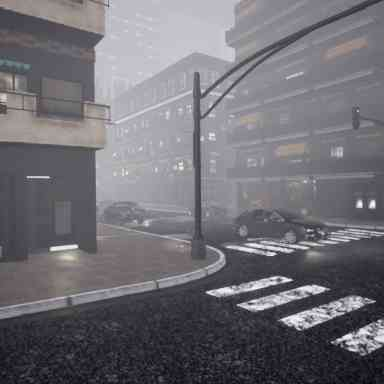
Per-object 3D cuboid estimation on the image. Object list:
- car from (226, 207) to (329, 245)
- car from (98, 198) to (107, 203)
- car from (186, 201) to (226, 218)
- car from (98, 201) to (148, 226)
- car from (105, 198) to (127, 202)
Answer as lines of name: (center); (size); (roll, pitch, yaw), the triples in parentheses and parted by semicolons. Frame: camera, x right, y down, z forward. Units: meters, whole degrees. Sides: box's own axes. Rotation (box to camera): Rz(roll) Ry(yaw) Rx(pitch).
car: (4.107, 1.522, 15.995); (1.837, 1.490, 4.892); (-1, 0, -36)
car: (-11.916, 1.519, 47.249); (1.887, 1.381, 4.507); (-1, 1, -36)
car: (1.212, 1.512, 29.190); (2.008, 1.369, 4.403); (-1, 1, -36)
car: (-5.161, 1.632, 24.557); (1.947, 1.339, 4.313); (-1, 1, -36)
car: (-5.698, 1.540, 29.490); (1.837, 1.490, 4.892); (-1, 1, -36)
